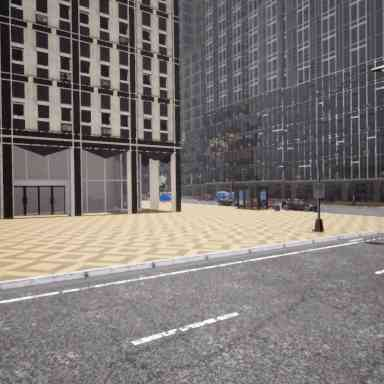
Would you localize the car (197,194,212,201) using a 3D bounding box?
[{"bbox_3d":[2.645,1.043,64.011,1.802,1.307,4.206,0,1,-34],"label":"car"}]

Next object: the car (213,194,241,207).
[{"bbox_3d":[5.280,1.319,45.175,1.947,1.339,4.313,0,1,-34],"label":"car"}]

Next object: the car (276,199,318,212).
[{"bbox_3d":[11.621,1.423,35.739,1.947,1.339,4.313,0,1,-34],"label":"car"}]

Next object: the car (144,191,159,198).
[{"bbox_3d":[-10.162,0.685,82.794,1.967,1.590,4.097,0,1,-34],"label":"car"}]

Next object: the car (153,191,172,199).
[{"bbox_3d":[-6.960,0.614,78.097,2.192,1.841,5.009,0,1,-34],"label":"car"}]

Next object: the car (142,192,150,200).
[{"bbox_3d":[-10.683,1.039,68.684,2.008,1.369,4.403,0,1,-34],"label":"car"}]

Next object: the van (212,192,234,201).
[{"bbox_3d":[5.846,0.855,59.312,1.690,1.788,3.998,0,1,-34],"label":"van"}]

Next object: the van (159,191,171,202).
[{"bbox_3d":[-4.279,0.937,59.290,1.690,1.788,3.998,0,1,-34],"label":"van"}]

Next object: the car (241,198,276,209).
[{"bbox_3d":[8.433,1.388,40.447,1.802,1.307,4.206,0,1,-34],"label":"car"}]
